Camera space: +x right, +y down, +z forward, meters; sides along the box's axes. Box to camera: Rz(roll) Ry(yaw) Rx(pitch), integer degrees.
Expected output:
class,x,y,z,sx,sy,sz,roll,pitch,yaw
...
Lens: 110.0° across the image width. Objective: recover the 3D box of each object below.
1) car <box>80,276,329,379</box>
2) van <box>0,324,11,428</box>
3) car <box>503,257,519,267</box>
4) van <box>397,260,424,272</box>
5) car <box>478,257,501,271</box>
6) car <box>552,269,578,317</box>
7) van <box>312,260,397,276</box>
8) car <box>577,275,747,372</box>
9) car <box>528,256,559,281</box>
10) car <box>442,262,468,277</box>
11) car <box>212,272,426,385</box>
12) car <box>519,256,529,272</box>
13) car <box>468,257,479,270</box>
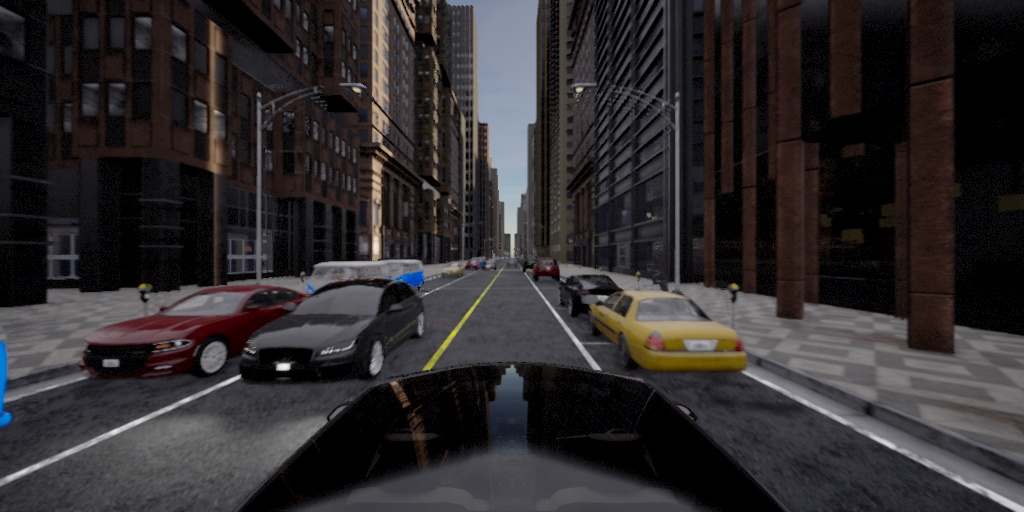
class,x,y,z,sx,sy,sz,roll,pitch,yaw
car,-5.761,1.294,7.398,1.888,1.381,4.507,0,0,0
van,-5.762,1.091,1.780,1.690,1.789,3.998,0,0,0
car,0.018,1.247,64.216,2.128,1.511,4.902,0,0,0
van,-5.758,1.087,18.635,1.690,1.789,3.998,0,0,0
car,-3.061,1.241,49.150,2.128,1.511,4.902,0,0,0
car,2.766,1.312,13.023,1.948,1.339,4.313,0,0,0
van,-5.759,1.088,13.016,1.690,1.789,3.998,0,0,0
car,2.764,1.273,7.574,1.751,1.417,4.829,0,0,0
car,2.771,1.059,29.879,2.192,1.841,5.009,0,0,0
car,-5.753,1.271,35.319,1.751,1.417,4.829,0,0,0
car,-3.098,1.253,7.290,1.837,1.490,4.892,0,0,0
car,2.406,0.976,45.132,2.150,2.045,5.566,0,0,0
car,-5.748,1.296,52.345,1.888,1.381,4.507,0,0,0
